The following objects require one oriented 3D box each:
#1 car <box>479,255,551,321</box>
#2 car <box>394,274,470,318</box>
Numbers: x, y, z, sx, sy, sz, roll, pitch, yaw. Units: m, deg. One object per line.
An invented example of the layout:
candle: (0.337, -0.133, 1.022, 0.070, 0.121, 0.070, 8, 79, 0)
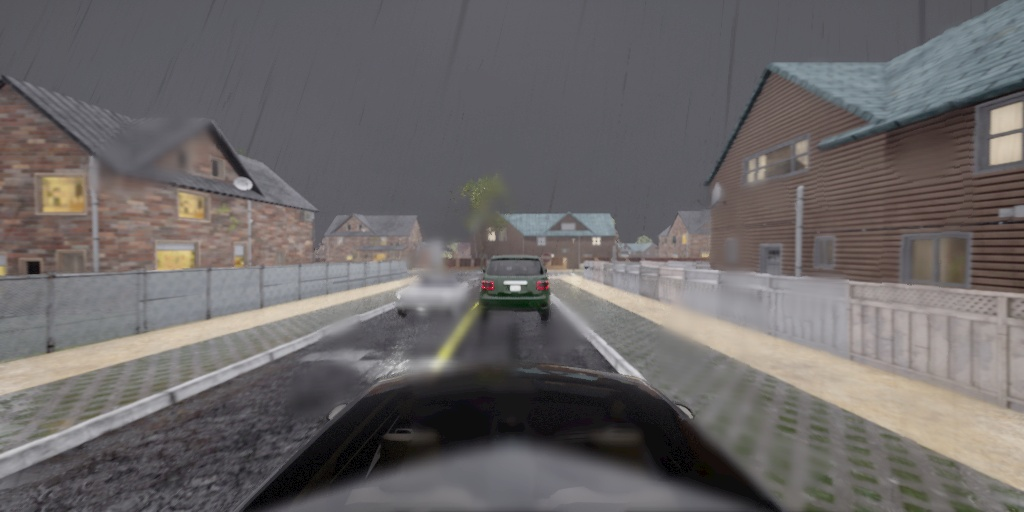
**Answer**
car: (0.102, 0.985, 12.653, 2.150, 2.045, 5.566, 0, 0, 0)
car: (-2.748, 1.364, 13.236, 1.895, 1.301, 4.718, 0, 0, 0)
